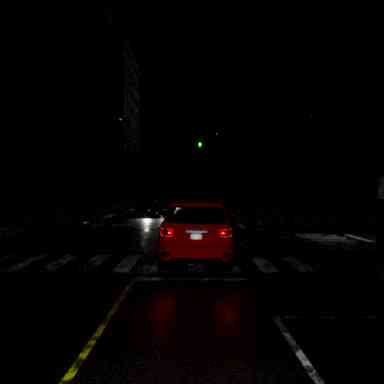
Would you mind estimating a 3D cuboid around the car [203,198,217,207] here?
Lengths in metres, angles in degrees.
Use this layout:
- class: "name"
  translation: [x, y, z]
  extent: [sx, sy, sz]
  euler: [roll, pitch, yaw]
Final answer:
- class: "car"
  translation: [2.769, 1.629, 51.831]
  extent: [2.008, 1.369, 4.403]
  euler: [0, 0, 0]

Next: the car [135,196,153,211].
- class: "car"
  translation: [-5.758, 1.375, 40.957]
  extent: [2.192, 1.841, 5.009]
  euler: [0, 0, 0]

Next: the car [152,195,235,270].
- class: "car"
  translation: [0.116, 1.257, 11.250]
  extent: [2.150, 2.045, 5.566]
  euler: [1, 0, 0]

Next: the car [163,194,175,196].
- class: "car"
  translation: [-3.056, 1.571, 53.974]
  extent: [2.128, 1.511, 4.902]
  euler: [0, 0, 0]

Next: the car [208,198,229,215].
- class: "car"
  translation: [2.767, 1.491, 35.518]
  extent: [1.967, 1.590, 4.097]
  euler: [0, 0, 0]

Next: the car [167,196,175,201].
- class: "car"
  translation: [-5.751, 1.715, 89.895]
  extent: [1.947, 1.339, 4.313]
  euler: [0, 0, 0]

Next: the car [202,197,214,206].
- class: "car"
  translation: [2.770, 1.632, 57.268]
  extent: [1.887, 1.381, 4.507]
  euler: [0, 0, 0]

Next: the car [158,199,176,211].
- class: "car"
  translation: [-3.081, 1.626, 42.337]
  extent: [1.994, 1.385, 4.181]
  euler: [0, 0, 0]

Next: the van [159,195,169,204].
- class: "van"
  translation: [-5.754, 1.448, 68.145]
  extent: [1.690, 1.788, 3.998]
  euler: [0, 0, 0]

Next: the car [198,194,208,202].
- class: "car"
  translation: [2.773, 1.453, 84.457]
  extent: [2.192, 1.841, 5.009]
  euler: [0, 0, 0]

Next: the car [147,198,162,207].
- class: "car"
  translation: [-5.756, 1.660, 51.832]
  extent: [1.802, 1.307, 4.206]
  euler: [0, 0, 0]

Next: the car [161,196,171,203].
- class: "car"
  translation: [-5.753, 1.668, 73.582]
  extent: [2.008, 1.369, 4.403]
  euler: [0, 0, 0]

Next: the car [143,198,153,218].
- class: "car"
  translation: [-3.093, 1.570, 31.262]
  extent: [1.812, 1.442, 4.674]
  euler: [0, 0, 0]

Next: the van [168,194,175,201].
- class: "van"
  translation: [-5.750, 1.502, 95.333]
  extent: [1.690, 1.788, 3.998]
  euler: [0, 0, 0]
